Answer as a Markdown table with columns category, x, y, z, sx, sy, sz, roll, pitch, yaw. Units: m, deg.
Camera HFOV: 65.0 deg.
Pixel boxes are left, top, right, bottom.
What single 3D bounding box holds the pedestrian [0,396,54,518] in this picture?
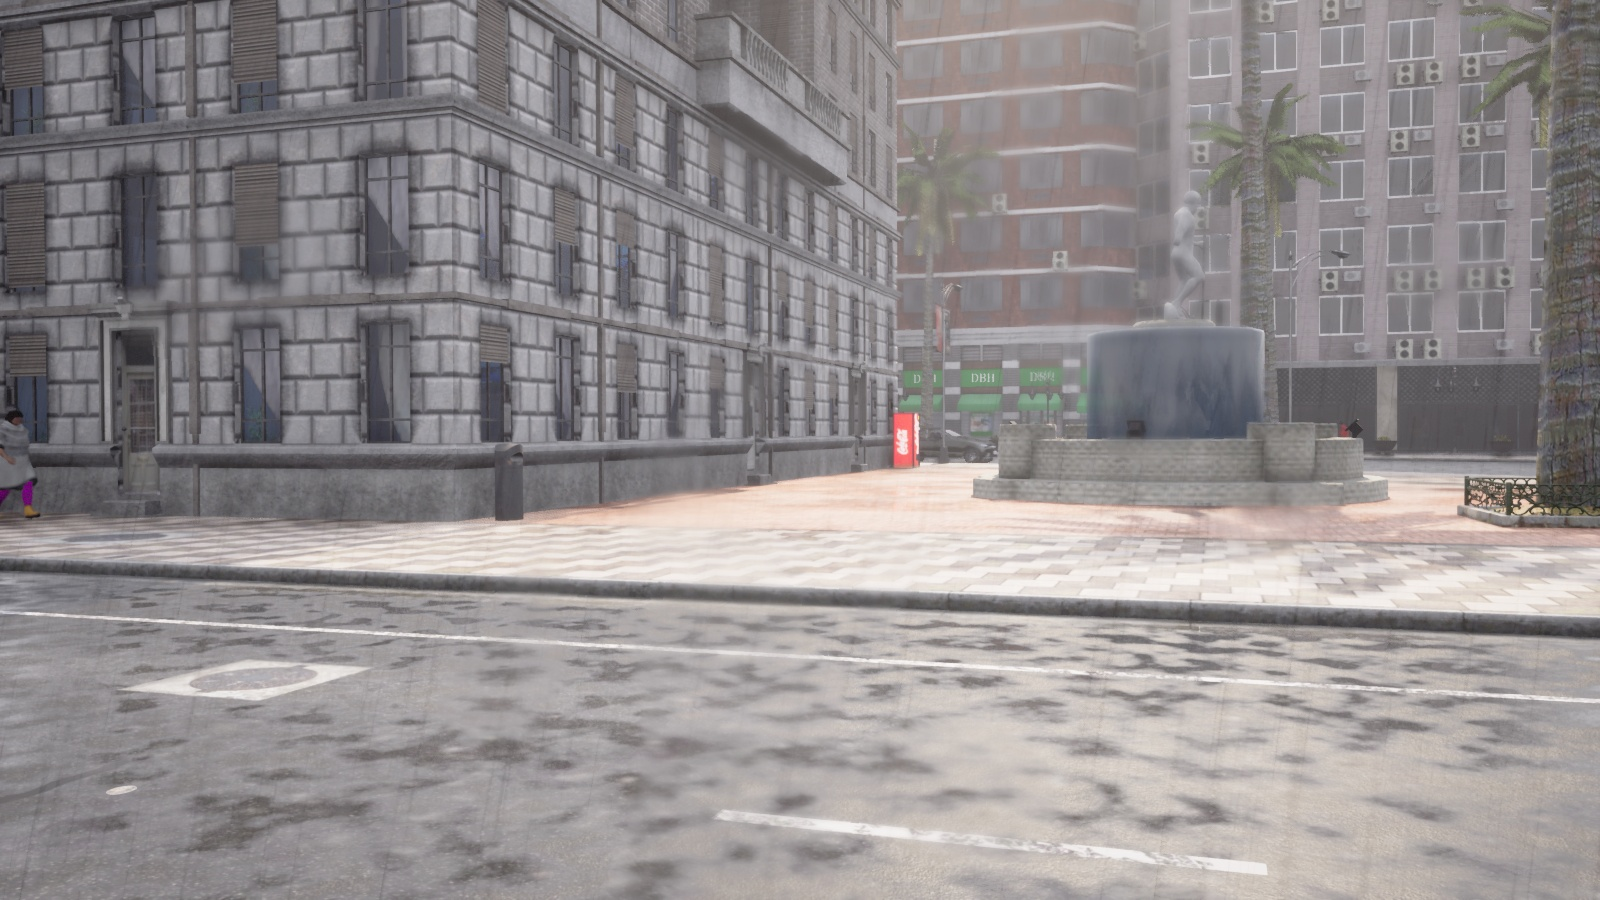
| category | x | y | z | sx | sy | sz | roll | pitch | yaw |
| --- | --- | --- | --- | --- | --- | --- | --- | --- | --- |
| pedestrian | -12.892 | 0.104 | 20.671 | 0.873 | 1.952 | 0.659 | 1 | 1 | 24 |

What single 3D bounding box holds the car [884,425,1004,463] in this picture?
| category | x | y | z | sx | sy | sz | roll | pitch | yaw |
| --- | --- | --- | --- | --- | --- | --- | --- | --- | --- |
| car | 6.576 | -0.291 | 57.521 | 5.027 | 1.651 | 2.152 | 1 | 1 | 25 |
